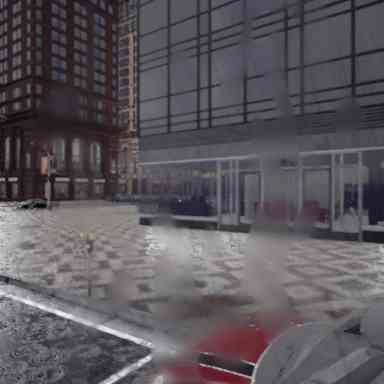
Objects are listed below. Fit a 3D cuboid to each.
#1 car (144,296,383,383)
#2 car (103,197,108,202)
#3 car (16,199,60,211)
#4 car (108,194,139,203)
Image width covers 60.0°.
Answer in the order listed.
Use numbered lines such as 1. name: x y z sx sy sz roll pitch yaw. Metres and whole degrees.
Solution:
1. car: 1.460 1.439 2.032 4.097 1.590 1.967 0 0 35
2. car: -14.204 1.131 61.966 1.882 1.535 5.008 0 1 36
3. car: -18.165 1.484 39.545 1.895 1.301 4.718 0 1 35
4. car: -11.865 1.207 59.670 2.033 1.411 5.357 0 1 36
